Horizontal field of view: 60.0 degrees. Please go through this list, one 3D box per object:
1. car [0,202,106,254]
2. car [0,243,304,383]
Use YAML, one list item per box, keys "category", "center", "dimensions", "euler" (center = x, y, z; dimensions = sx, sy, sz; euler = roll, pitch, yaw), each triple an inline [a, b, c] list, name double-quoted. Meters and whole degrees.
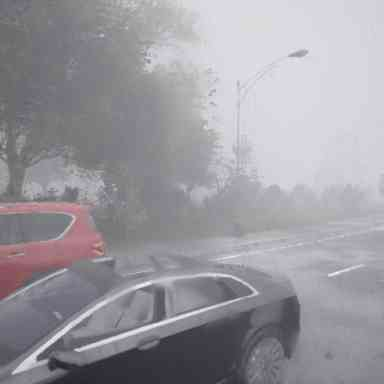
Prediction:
- category: "car"
  center: [-4.162, 1.236, 5.391]
  dimensions: [5.566, 2.045, 2.150]
  euler: [-1, 0, -36]
- category: "car"
  center: [-0.849, 1.501, 3.514]
  dimensions: [4.902, 1.511, 2.128]
  euler: [0, 0, -37]
